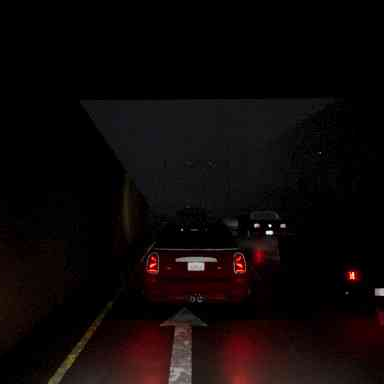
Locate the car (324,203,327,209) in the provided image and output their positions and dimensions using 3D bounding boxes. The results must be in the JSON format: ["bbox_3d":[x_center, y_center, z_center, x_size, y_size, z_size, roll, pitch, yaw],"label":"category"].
[{"bbox_3d":[17.537,1.453,39.971,2.038,1.542,4.974,0,0,45],"label":"car"}]

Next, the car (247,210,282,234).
[{"bbox_3d":[3.600,1.601,17.656,1.895,1.301,4.718,0,0,0],"label":"car"}]

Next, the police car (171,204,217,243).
[{"bbox_3d":[0.096,1.504,17.210,2.038,1.542,4.974,0,0,0],"label":"police car"}]

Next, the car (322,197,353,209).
[{"bbox_3d":[17.574,1.295,40.008,1.853,1.218,4.536,0,0,45],"label":"car"}]

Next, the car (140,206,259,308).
[{"bbox_3d":[0.083,1.352,8.085,2.097,1.767,4.553,0,0,0],"label":"car"}]

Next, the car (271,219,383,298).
[{"bbox_3d":[3.607,1.601,8.499,1.895,1.301,4.718,0,0,0],"label":"car"}]

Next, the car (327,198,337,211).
[{"bbox_3d":[17.433,1.453,35.364,2.038,1.542,4.974,0,0,-35],"label":"car"}]
